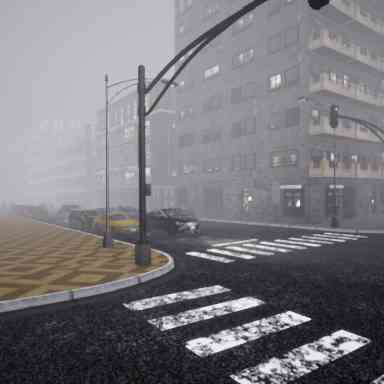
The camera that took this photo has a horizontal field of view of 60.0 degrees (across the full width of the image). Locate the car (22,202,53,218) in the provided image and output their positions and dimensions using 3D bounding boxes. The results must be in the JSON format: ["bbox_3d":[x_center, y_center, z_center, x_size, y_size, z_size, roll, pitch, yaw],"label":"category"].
[{"bbox_3d":[-18.237,2.261,39.153,1.887,1.381,4.507,-2,0,-36],"label":"car"}]

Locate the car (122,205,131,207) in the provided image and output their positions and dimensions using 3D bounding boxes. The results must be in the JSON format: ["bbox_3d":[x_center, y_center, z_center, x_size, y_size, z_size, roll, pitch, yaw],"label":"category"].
[{"bbox_3d":[-7.274,1.994,28.622,2.033,1.411,5.357,-1,-1,-37],"label":"car"}]

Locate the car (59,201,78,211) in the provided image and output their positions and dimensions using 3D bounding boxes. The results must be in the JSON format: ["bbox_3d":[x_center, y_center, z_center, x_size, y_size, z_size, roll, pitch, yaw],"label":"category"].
[{"bbox_3d":[-21.532,2.366,57.785,1.967,1.590,4.097,-2,0,-36],"label":"car"}]

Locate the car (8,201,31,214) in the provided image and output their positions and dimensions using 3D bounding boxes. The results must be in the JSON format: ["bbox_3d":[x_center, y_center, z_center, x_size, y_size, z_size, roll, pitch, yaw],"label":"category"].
[{"bbox_3d":[-24.933,2.448,48.265,1.887,1.381,4.507,-2,0,-36],"label":"car"}]

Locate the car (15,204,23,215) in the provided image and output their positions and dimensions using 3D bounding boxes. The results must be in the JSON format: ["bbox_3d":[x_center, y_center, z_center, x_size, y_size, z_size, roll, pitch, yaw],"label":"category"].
[{"bbox_3d":[-21.584,2.392,43.709,1.802,1.307,4.206,-2,0,-36],"label":"car"}]

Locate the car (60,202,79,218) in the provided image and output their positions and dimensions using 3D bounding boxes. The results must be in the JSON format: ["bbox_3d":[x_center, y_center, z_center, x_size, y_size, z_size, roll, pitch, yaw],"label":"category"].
[{"bbox_3d":[-13.230,2.118,36.751,1.837,1.490,4.892,-1,-1,-36],"label":"car"}]

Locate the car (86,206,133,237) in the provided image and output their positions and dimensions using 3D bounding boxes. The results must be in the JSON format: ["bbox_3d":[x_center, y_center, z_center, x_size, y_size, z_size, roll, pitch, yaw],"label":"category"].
[{"bbox_3d":[-4.747,1.865,20.792,1.752,1.417,4.829,-2,0,-36],"label":"car"}]

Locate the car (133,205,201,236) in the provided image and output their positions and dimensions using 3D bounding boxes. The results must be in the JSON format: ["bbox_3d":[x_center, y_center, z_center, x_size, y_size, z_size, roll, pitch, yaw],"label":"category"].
[{"bbox_3d":[-1.416,1.774,20.649,2.128,1.511,4.902,-1,-1,-36],"label":"car"}]

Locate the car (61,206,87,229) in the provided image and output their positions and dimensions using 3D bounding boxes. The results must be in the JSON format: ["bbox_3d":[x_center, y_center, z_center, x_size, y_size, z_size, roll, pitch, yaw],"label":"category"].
[{"bbox_3d":[-8.194,2.002,25.484,1.947,1.339,4.313,-2,0,-36],"label":"car"}]

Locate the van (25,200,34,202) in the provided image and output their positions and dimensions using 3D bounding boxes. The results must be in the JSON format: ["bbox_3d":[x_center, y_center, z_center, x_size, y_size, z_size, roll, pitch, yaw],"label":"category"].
[{"bbox_3d":[-41.621,2.831,85.123,1.690,1.788,3.998,-2,0,-36],"label":"van"}]

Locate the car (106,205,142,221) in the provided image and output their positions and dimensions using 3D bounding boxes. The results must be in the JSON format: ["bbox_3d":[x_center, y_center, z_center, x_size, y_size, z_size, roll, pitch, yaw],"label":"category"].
[{"bbox_3d":[-6.971,2.046,33.628,1.994,1.385,4.181,-1,-1,-36],"label":"car"}]

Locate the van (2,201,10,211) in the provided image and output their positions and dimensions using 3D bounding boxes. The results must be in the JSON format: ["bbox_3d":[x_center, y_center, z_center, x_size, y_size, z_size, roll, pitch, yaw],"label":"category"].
[{"bbox_3d":[-31.634,2.432,57.378,1.690,1.788,3.998,-2,0,-36],"label":"van"}]

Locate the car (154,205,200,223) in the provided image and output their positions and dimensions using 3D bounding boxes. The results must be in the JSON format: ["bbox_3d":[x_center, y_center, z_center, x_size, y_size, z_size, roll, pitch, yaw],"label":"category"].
[{"bbox_3d":[-1.443,1.915,30.447,2.008,1.369,4.403,-2,0,-36],"label":"car"}]
